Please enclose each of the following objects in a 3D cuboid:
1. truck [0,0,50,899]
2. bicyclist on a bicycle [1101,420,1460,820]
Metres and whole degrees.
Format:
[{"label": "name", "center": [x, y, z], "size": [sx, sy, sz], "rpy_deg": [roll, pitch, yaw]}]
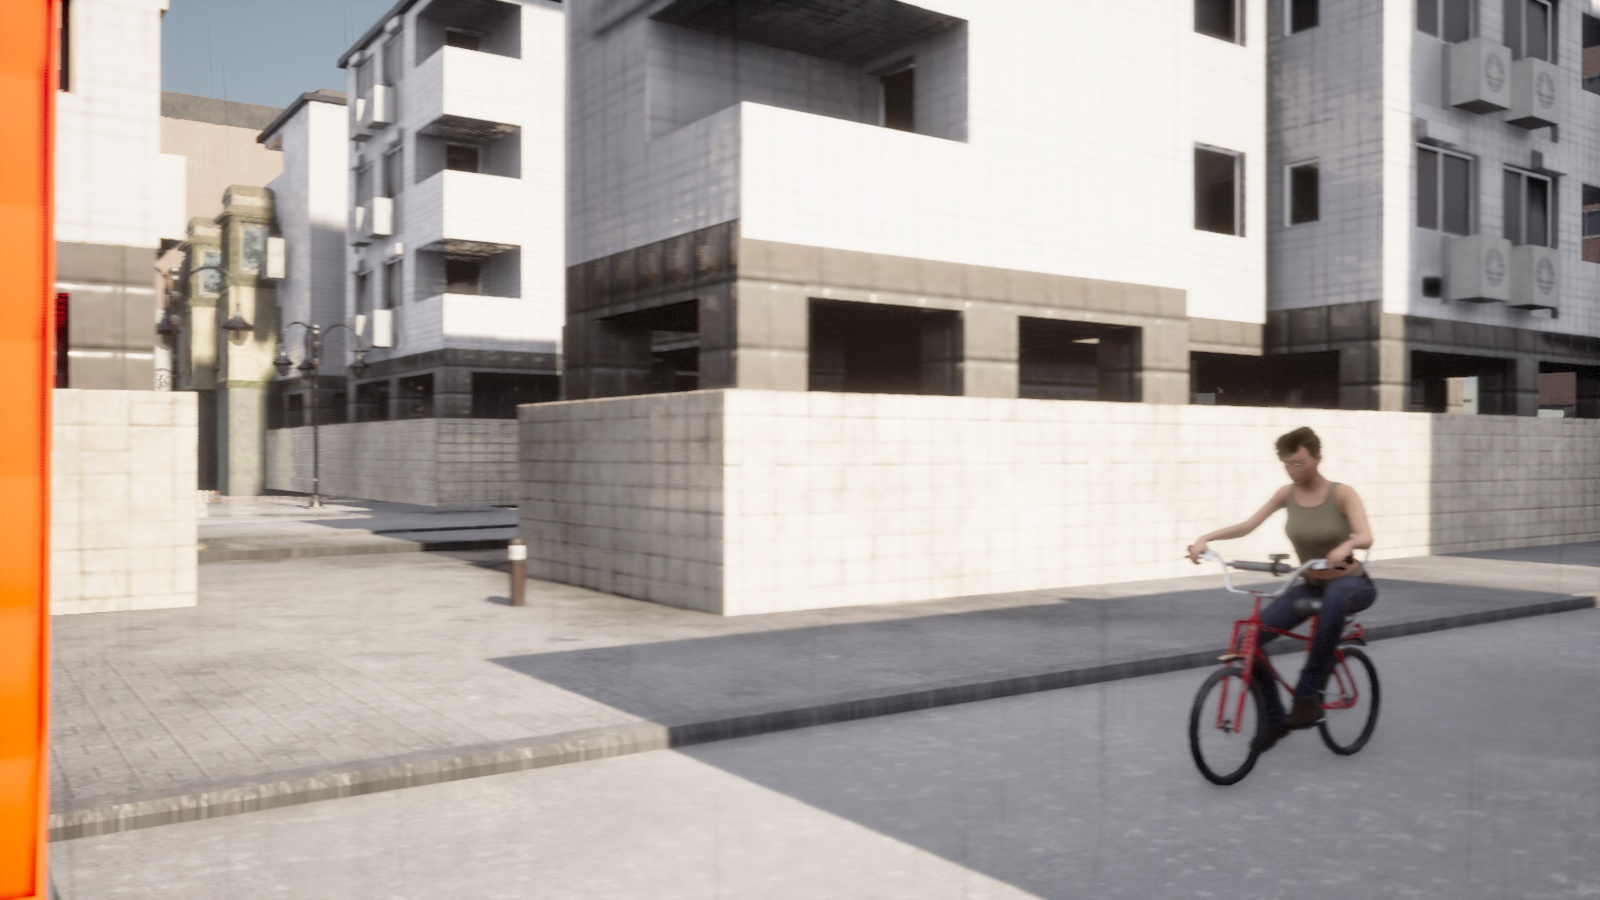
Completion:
[{"label": "truck", "center": [-4.025, 0.274, 1.482], "size": [5.204, 2.467, 2.627], "rpy_deg": [0, 0, -35]}, {"label": "bicyclist on a bicycle", "center": [2.249, 0.684, 5.845], "size": [1.509, 1.612, 0.866], "rpy_deg": [0, 0, -36]}]
